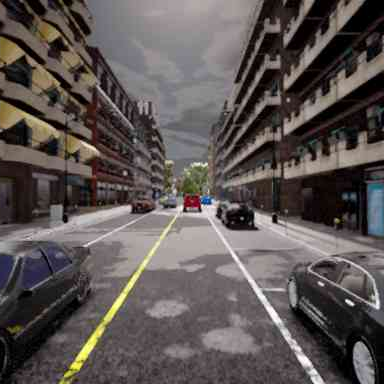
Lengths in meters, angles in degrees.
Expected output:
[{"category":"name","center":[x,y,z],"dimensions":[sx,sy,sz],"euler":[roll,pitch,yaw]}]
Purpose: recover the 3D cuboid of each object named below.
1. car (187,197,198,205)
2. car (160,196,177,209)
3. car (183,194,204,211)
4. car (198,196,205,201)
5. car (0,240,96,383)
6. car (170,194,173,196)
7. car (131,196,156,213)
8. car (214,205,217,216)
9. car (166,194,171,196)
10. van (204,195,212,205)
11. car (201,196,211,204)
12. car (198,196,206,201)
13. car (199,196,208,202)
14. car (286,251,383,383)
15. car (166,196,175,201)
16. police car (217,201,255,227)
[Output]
[{"category":"car","center":[0.028,1.647,63.682],"dimensions":[2.033,1.411,5.357],"euler":[0,0,0]},{"category":"car","center":[-3.085,1.623,48.216],"dimensions":[2.033,1.411,5.357],"euler":[0,0,0]},{"category":"car","center":[0.044,1.287,42.054],"dimensions":[2.150,2.045,5.566],"euler":[0,0,0]},{"category":"car","center":[2.682,1.731,94.059],"dimensions":[1.802,1.307,4.206],"euler":[1,0,0]},{"category":"car","center":[-3.100,1.556,5.382],"dimensions":[2.033,1.411,5.357],"euler":[0,0,0]},{"category":"car","center":[-5.669,1.679,71.815],"dimensions":[1.947,1.339,4.313],"euler":[1,0,0]},{"category":"car","center":[-5.670,1.375,38.389],"dimensions":[2.192,1.841,5.009],"euler":[1,0,0]},{"category":"car","center":[3.150,1.551,30.377],"dimensions":[1.837,1.490,4.892],"euler":[0,0,0]},{"category":"car","center":[-5.669,1.629,66.074],"dimensions":[1.752,1.417,4.829],"euler":[1,0,0]},{"category":"van","center":[2.716,1.436,60.632],"dimensions":[1.690,1.788,3.998],"euler":[1,0,0]},{"category":"car","center":[2.718,1.629,66.373],"dimensions":[1.752,1.417,4.829],"euler":[1,0,0]},{"category":"car","center":[2.681,1.706,88.488],"dimensions":[1.947,1.339,4.313],"euler":[1,0,0]},{"category":"car","center":[2.692,1.667,77.345],"dimensions":[1.887,1.381,4.507],"euler":[1,0,0]},{"category":"car","center":[2.701,1.559,4.920],"dimensions":[2.008,1.369,4.403],"euler":[1,0,0]},{"category":"car","center":[-5.666,1.691,88.527],"dimensions":[2.008,1.369,4.403],"euler":[1,0,0]},{"category":"police car","center":[3.137,1.461,23.486],"dimensions":[1.930,1.638,5.238],"euler":[0,0,0]}]
